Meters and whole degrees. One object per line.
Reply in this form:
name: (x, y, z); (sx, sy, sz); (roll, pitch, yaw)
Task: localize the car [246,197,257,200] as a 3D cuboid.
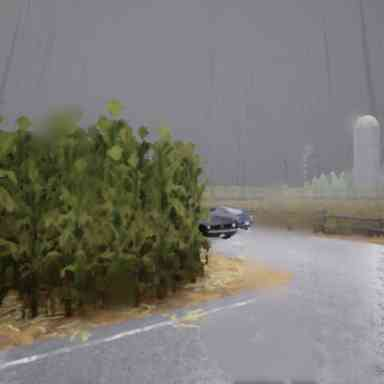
car: (12.844, 1.639, 69.142); (4.181, 1.385, 1.994); (0, 0, -35)

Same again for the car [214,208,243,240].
car: (0.091, 1.618, 16.573); (1.895, 1.301, 4.718); (0, 0, -35)

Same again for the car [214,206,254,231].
car: (1.690, 1.549, 20.205); (1.812, 1.442, 4.674); (0, 0, -36)
